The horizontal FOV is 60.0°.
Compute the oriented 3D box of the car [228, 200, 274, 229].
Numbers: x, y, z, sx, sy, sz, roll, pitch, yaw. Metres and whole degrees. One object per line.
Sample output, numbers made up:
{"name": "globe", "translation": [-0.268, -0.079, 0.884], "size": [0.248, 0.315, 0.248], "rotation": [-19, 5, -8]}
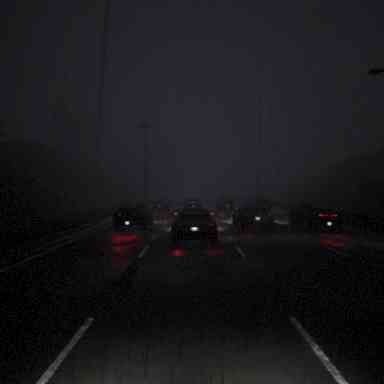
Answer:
{"name": "car", "translation": [3.601, 1.413, 20.166], "size": [1.994, 1.385, 4.181], "rotation": [0, 0, 0]}

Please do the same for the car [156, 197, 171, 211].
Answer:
{"name": "car", "translation": [-3.350, 1.252, 36.606], "size": [1.812, 1.442, 4.674], "rotation": [0, 0, 0]}

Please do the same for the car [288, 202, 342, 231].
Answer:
{"name": "car", "translation": [7.100, 1.358, 19.605], "size": [1.837, 1.490, 4.892], "rotation": [0, 0, 0]}

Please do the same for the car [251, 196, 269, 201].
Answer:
{"name": "car", "translation": [7.162, 1.239, 35.668], "size": [1.837, 1.490, 4.892], "rotation": [0, 0, 0]}

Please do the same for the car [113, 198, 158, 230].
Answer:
{"name": "car", "translation": [-3.400, 1.356, 19.881], "size": [1.837, 1.490, 4.892], "rotation": [0, 0, 0]}

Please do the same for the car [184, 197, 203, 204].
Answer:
{"name": "car", "translation": [0.162, 1.226, 35.541], "size": [2.128, 1.511, 4.902], "rotation": [0, 0, 0]}

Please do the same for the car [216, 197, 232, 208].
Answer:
{"name": "car", "translation": [3.650, 1.252, 36.607], "size": [1.812, 1.442, 4.674], "rotation": [0, 0, 0]}

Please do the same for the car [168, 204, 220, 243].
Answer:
{"name": "car", "translation": [0.099, 1.448, 15.469], "size": [1.994, 1.385, 4.181], "rotation": [0, 0, 0]}
